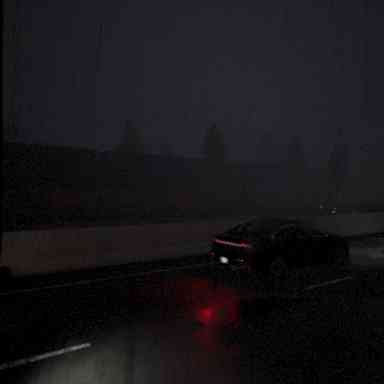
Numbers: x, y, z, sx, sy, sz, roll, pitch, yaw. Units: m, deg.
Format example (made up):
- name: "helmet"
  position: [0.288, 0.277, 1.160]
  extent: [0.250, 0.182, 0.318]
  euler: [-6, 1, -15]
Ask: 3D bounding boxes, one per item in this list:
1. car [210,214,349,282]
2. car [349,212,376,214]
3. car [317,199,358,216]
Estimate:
- name: "car"
  position: [2.804, 1.571, 10.046]
  extent: [4.902, 1.511, 2.128]
  euler: [1, 0, -35]
- name: "car"
  position: [17.553, 1.829, 33.709]
  extent: [4.902, 1.511, 2.128]
  euler: [1, 0, -35]
- name: "car"
  position: [16.222, 1.698, 37.056]
  extent: [4.553, 1.767, 2.097]
  euler: [1, 0, -35]
